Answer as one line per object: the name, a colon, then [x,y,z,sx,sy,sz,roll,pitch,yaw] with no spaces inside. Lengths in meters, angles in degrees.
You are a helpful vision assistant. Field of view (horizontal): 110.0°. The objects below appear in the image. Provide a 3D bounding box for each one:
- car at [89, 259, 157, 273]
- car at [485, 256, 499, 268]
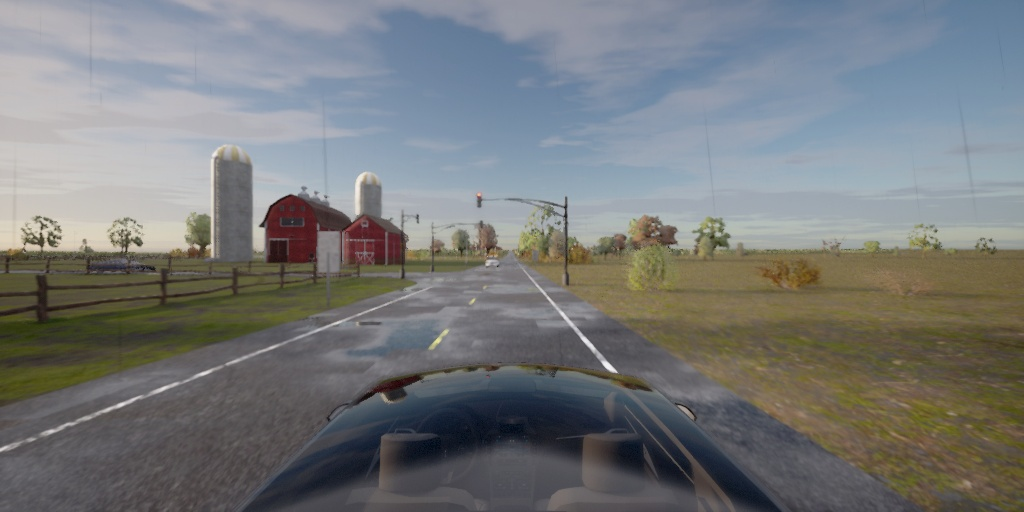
car: [-39.192,0.996,36.136,5.357,1.411,2.033,1,0,0]
car: [-3.520,1.056,64.422,2.150,2.045,5.566,0,2,0]
